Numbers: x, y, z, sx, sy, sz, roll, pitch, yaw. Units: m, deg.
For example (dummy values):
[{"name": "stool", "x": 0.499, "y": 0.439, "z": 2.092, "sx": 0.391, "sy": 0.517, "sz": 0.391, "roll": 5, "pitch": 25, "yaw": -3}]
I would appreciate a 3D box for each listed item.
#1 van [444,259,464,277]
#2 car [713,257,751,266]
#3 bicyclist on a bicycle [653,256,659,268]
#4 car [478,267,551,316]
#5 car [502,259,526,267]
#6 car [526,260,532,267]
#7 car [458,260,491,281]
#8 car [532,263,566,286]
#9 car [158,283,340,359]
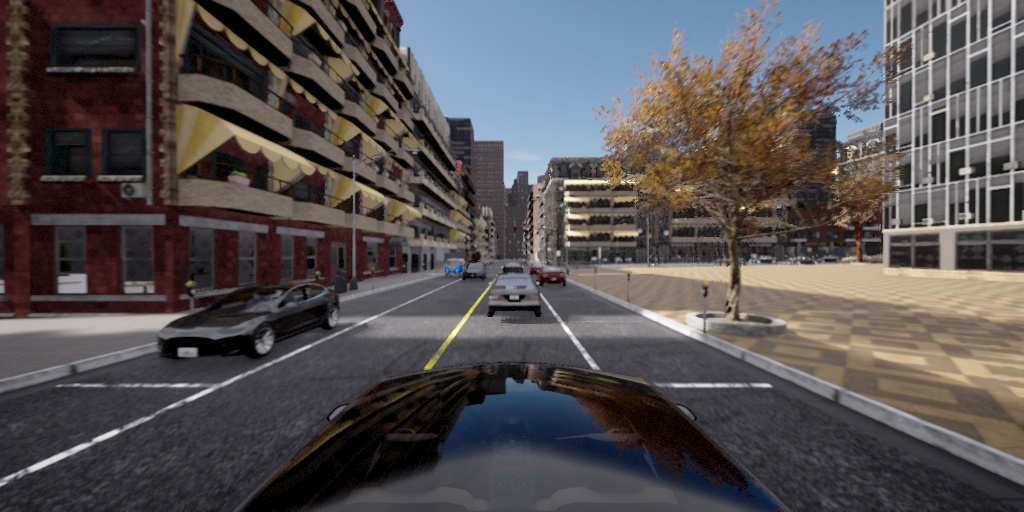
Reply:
[{"name": "van", "x": -5.706, "y": 1.147, "z": 36.110, "sx": 1.690, "sy": 1.789, "sz": 3.998, "roll": 0, "pitch": 0, "yaw": 0}, {"name": "car", "x": 32.456, "y": 0.893, "z": 53.573, "sx": 4.403, "sy": 1.370, "sz": 2.007, "roll": 0, "pitch": 0, "yaw": -1}, {"name": "bicyclist on a bicycle", "x": 20.225, "y": 0.854, "z": 50.443, "sx": 0.582, "sy": 1.620, "sz": 1.656, "roll": -1, "pitch": 0, "yaw": -1}, {"name": "car", "x": 0.079, "y": 1.314, "z": 13.461, "sx": 2.033, "sy": 1.411, "sz": 5.357, "roll": 0, "pitch": 0, "yaw": 0}, {"name": "car", "x": 0.080, "y": 1.278, "z": 32.961, "sx": 1.882, "sy": 1.535, "sz": 5.008, "roll": 0, "pitch": 0, "yaw": 0}, {"name": "car", "x": 2.674, "y": 1.351, "z": 36.112, "sx": 1.888, "sy": 1.381, "sz": 4.507, "roll": 0, "pitch": 0, "yaw": 0}, {"name": "car", "x": -3.105, "y": 1.300, "z": 30.523, "sx": 1.837, "sy": 1.490, "sz": 4.892, "roll": 0, "pitch": 0, "yaw": 0}, {"name": "car", "x": 2.679, "y": 1.330, "z": 25.061, "sx": 1.888, "sy": 1.381, "sz": 4.507, "roll": 0, "pitch": 0, "yaw": 0}, {"name": "car", "x": -5.696, "y": 1.325, "z": 8.478, "sx": 1.948, "sy": 1.339, "sz": 4.313, "roll": 0, "pitch": 0, "yaw": 0}]
